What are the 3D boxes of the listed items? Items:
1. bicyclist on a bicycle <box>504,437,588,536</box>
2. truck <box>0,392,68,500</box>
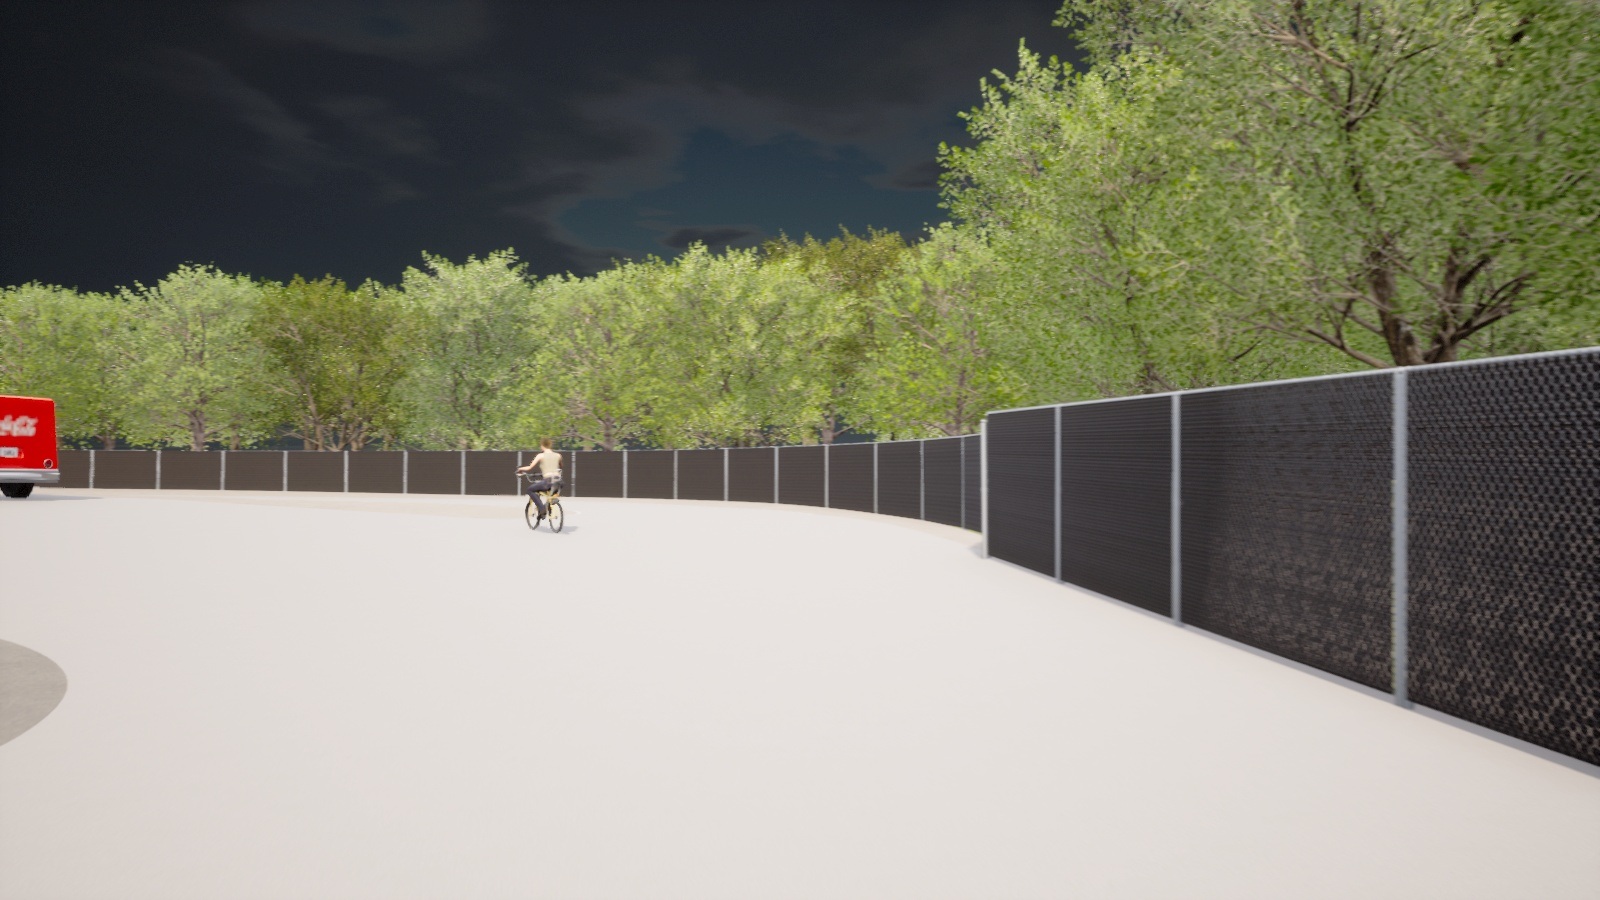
[{"bbox_3d":[-4.321,0.582,21.295,0.866,1.612,1.509,0,0,-35],"label":"bicyclist on a bicycle"},{"bbox_3d":[-20.563,-0.128,30.082,5.204,2.467,2.627,1,-1,25],"label":"truck"}]
